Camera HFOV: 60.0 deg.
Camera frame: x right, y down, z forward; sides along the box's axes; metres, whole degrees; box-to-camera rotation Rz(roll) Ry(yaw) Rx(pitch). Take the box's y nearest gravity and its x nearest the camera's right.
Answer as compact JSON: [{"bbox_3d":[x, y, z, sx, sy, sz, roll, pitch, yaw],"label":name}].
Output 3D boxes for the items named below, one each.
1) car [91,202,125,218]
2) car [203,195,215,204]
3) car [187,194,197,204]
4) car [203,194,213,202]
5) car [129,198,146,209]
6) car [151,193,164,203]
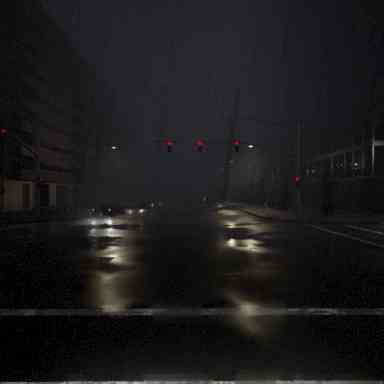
[{"bbox_3d":[-7.608,1.601,30.536,1.895,1.301,4.718,0,0,4],"label":"car"},{"bbox_3d":[3.500,1.492,64.735,2.128,1.511,4.902,0,0,1],"label":"car"},{"bbox_3d":[0.001,1.564,64.646,1.994,1.385,4.181,0,0,1],"label":"car"},{"bbox_3d":[3.511,1.355,74.600,2.097,1.767,4.553,0,0,1],"label":"car"},{"bbox_3d":[-7.403,1.527,45.390,1.812,1.442,4.674,0,1,0],"label":"car"},{"bbox_3d":[-7.062,1.215,68.443,2.150,2.045,5.566,0,0,1],"label":"car"}]
